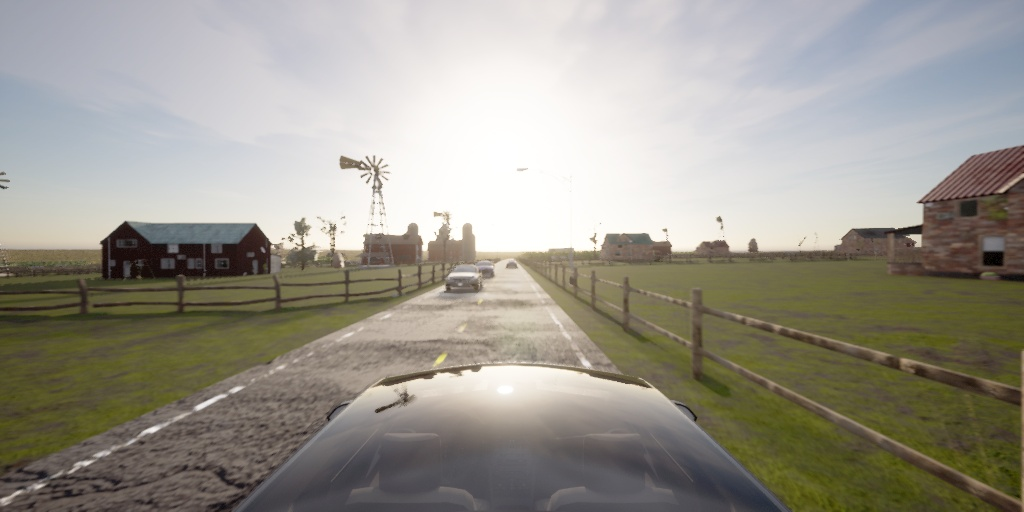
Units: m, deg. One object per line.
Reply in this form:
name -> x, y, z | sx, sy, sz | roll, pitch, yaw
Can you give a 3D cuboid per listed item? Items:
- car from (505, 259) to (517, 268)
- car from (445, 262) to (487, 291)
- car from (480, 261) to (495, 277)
car -> -0.049, 1.312, 61.756 | 1.812, 1.442, 4.674 | 0, 0, 0
car -> -2.796, 1.275, 21.834 | 1.812, 1.442, 4.674 | 0, 0, 1
car -> -2.778, 1.256, 36.490 | 1.882, 1.535, 5.008 | 0, 0, 0
